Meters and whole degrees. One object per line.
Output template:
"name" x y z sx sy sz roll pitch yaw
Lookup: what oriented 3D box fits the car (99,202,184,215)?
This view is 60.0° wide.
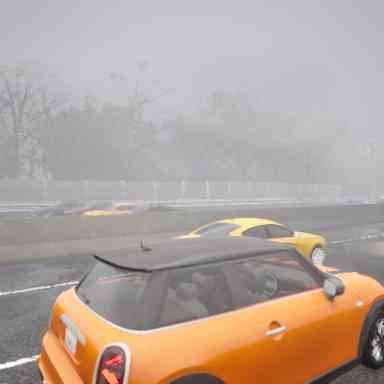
"car" -2.540 1.504 19.381 4.892 1.490 1.837 0 0 -36

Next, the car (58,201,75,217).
"car" -6.956 1.477 24.828 5.008 1.535 1.882 0 0 -36

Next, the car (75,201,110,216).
"car" -4.792 1.477 22.072 5.008 1.535 1.882 0 0 -36

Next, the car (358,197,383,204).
"car" 27.305 1.510 49.218 4.902 1.511 2.128 0 0 -35

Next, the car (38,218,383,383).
"car" 0.643 1.352 4.209 4.553 1.767 2.097 0 0 -36

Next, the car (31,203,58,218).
"car" -10.276 1.504 26.750 4.892 1.490 1.837 0 0 -36

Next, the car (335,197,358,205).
"car" 23.961 1.496 51.136 5.008 1.535 1.882 0 0 -35

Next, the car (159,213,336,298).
"car" 1.743 1.477 9.288 5.008 1.535 1.882 0 0 -36
